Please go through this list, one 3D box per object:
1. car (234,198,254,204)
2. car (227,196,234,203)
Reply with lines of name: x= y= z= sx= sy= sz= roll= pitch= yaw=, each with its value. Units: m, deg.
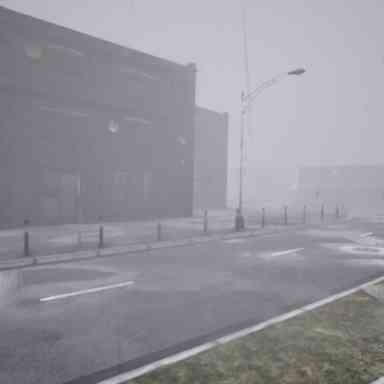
car: x=11.907 y=1.963 z=72.801 sx=2.163 sy=1.488 sz=4.792 roll=1 pitch=-1 yaw=42
car: x=7.882 y=1.727 z=76.449 sx=2.185 sy=1.767 sz=4.553 roll=1 pitch=-1 yaw=41
